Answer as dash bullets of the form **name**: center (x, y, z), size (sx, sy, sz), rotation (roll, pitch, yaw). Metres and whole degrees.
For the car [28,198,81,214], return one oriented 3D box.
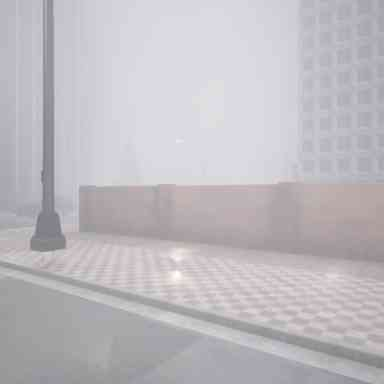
- **car**: center (-14.696, 1.478, 35.842), size (1.882, 1.535, 5.008), rotation (0, 0, 35)

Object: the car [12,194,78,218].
- **car**: center (-13.736, 1.221, 31.121), size (2.150, 2.045, 5.566), rotation (0, 0, 35)
